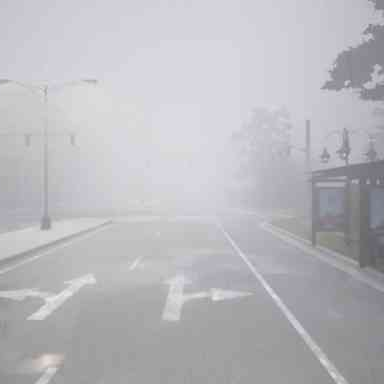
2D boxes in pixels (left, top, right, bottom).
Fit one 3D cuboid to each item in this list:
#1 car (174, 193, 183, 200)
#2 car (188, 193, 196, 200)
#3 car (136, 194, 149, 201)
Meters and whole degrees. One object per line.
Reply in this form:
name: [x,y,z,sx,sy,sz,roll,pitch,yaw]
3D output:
car: [-3.492,1.242,86.050,1.812,1.442,4.674,0,0,0]
car: [0.008,1.219,85.633,1.837,1.490,4.892,0,0,0]
car: [-11.493,1.280,75.285,2.128,1.511,4.902,0,0,0]
